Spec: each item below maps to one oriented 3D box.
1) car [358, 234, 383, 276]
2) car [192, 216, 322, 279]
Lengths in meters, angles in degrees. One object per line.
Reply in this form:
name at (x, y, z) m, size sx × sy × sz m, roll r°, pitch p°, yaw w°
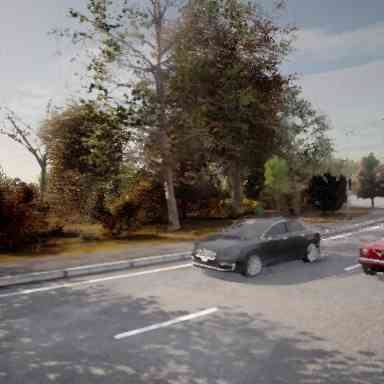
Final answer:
car at (6.551, 1.618, 9.475) m, size 4.718 × 1.301 × 1.895 m, roll 0°, pitch -1°, yaw -42°
car at (2.185, 1.549, 10.372) m, size 4.892 × 1.490 × 1.837 m, roll 0°, pitch 0°, yaw -40°
